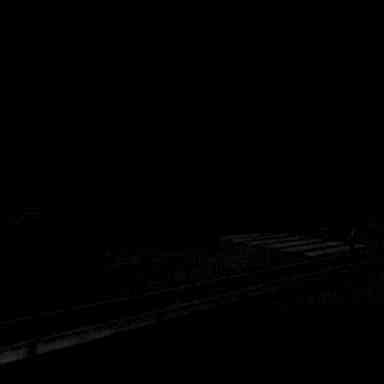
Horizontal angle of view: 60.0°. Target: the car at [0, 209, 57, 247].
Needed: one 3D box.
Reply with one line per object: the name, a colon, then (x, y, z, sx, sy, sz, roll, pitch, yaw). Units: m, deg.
car: (-7.756, 1.554, 15.679, 2.231, 1.521, 4.892, 0, 0, -35)
